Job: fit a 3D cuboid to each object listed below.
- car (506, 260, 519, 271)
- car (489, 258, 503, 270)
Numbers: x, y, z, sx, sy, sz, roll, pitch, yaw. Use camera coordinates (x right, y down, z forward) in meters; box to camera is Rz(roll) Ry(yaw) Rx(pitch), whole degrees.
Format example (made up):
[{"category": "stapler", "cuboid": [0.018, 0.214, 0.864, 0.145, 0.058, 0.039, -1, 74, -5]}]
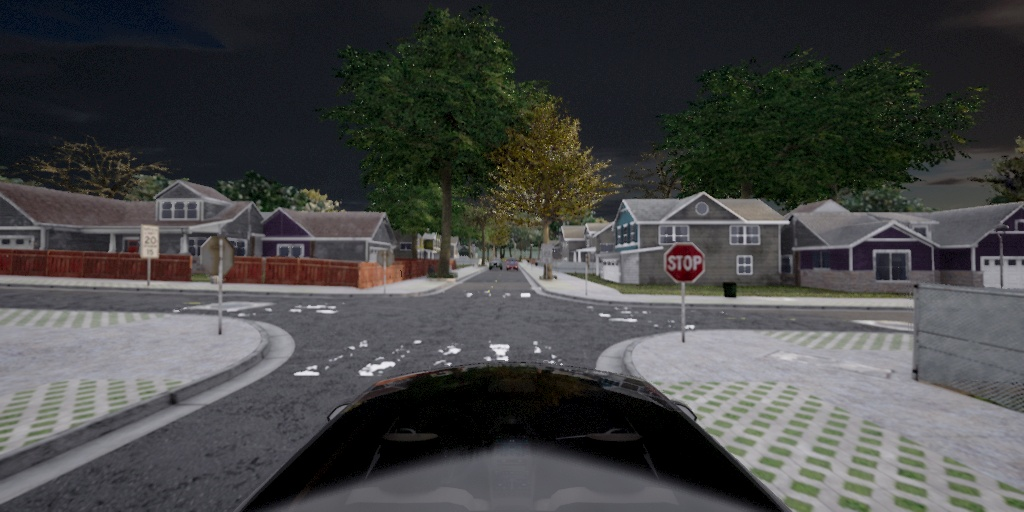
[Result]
[{"category": "car", "cuboid": [0.020, 1.670, 56.566, 1.895, 1.301, 4.718, 0, 0, 0]}, {"category": "car", "cuboid": [-2.728, 1.317, 61.099, 2.150, 2.045, 5.566, 0, 0, 0]}]
